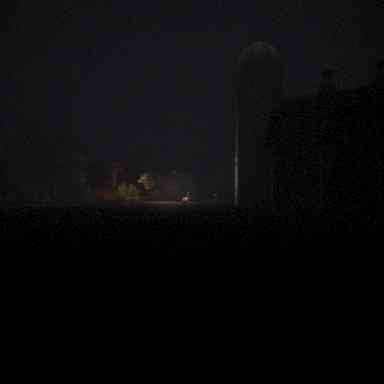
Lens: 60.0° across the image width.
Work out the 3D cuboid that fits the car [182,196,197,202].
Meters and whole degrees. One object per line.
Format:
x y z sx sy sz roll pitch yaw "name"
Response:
-0.600 1.801 90.753 2.097 1.767 4.553 1 0 36 "car"
